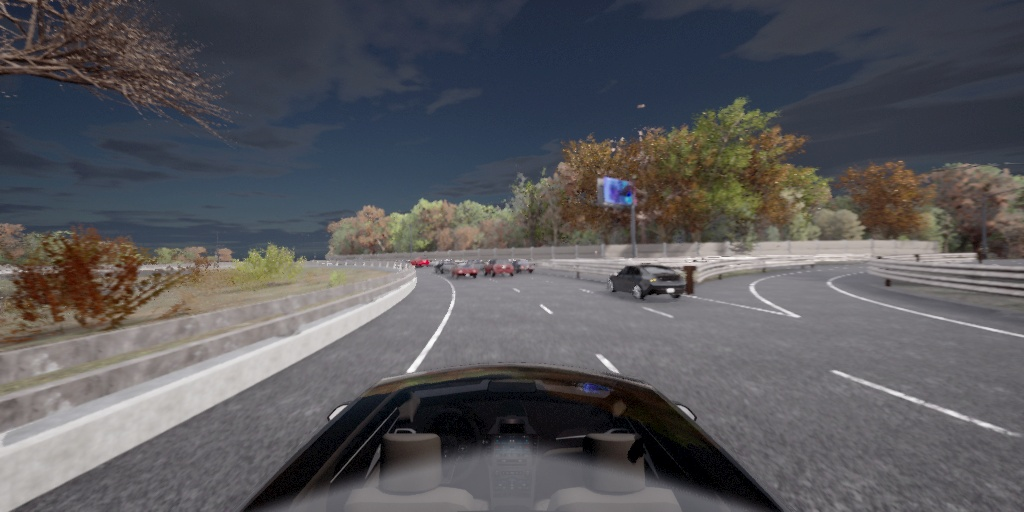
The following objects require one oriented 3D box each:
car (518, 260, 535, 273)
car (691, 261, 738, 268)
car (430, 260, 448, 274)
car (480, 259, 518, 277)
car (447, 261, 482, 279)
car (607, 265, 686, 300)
[{"bbox_3d":[0.799,1.182,39.617,2.033,1.411,5.357,-1,0,-19],"label":"car"},{"bbox_3d":[22.881,0.768,41.105,5.357,1.411,2.033,-1,0,8],"label":"car"},{"bbox_3d":[-7.816,1.280,42.204,2.128,1.511,4.902,-1,0,-24],"label":"car"},{"bbox_3d":[-1.355,1.040,34.654,2.097,1.767,4.553,-1,0,-17],"label":"car"},{"bbox_3d":[-4.418,1.351,32.685,1.895,1.301,4.718,-1,0,-17],"label":"car"},{"bbox_3d":[5.998,1.142,16.612,1.837,1.490,4.892,-1,0,-7],"label":"car"}]
